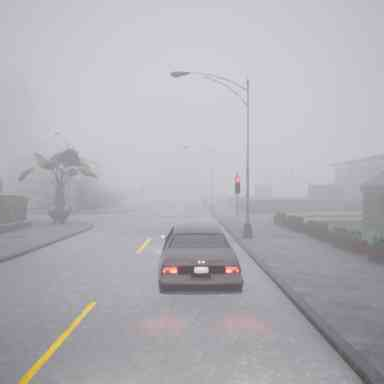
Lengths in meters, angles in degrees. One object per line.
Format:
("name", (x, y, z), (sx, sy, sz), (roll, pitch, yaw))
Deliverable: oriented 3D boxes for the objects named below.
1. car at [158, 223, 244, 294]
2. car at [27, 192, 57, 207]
("car", (0.109, 1.547, 8.902), (2.033, 1.411, 5.357), (0, 0, -2))
("car", (-19.782, 0.982, 43.806), (1.905, 1.878, 3.866), (0, 0, 35))
